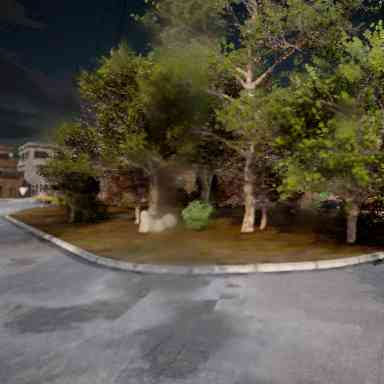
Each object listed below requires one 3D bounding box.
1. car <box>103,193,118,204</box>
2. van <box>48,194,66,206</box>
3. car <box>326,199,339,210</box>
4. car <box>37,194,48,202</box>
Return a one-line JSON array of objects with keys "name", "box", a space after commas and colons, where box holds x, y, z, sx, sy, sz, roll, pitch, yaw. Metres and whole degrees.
[{"name": "car", "box": [-11.762, 0.992, 44.900, 1.946, 1.575, 5.366, 0, 1, -36]}, {"name": "van", "box": [-16.372, 0.762, 41.968, 1.878, 1.987, 4.442, 0, 1, -36]}, {"name": "car", "box": [18.592, 1.675, 44.019, 1.837, 1.490, 4.892, 2, 0, -32]}, {"name": "car", "box": [-23.027, 0.785, 52.378, 1.946, 1.575, 5.366, 0, 1, -36]}]
